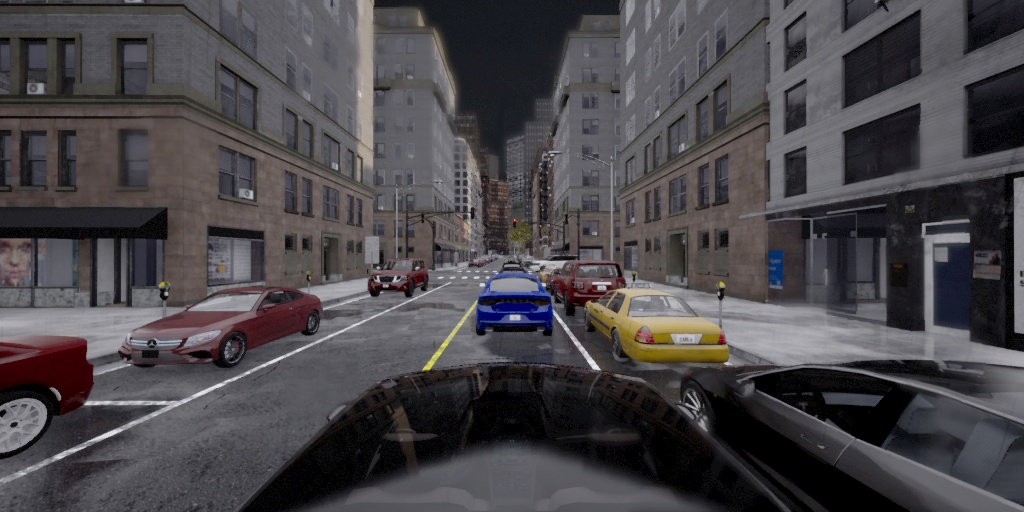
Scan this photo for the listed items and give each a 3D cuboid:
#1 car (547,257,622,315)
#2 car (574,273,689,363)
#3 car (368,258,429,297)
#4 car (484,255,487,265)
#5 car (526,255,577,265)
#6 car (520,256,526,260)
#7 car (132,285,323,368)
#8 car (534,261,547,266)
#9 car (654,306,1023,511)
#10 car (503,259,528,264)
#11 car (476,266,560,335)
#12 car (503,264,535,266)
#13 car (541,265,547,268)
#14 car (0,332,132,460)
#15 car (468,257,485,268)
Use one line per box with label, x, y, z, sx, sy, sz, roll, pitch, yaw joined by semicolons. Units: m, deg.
car;2.745;1.056;13.376;2.192;1.841;5.009;0;0;0
car;2.753;1.272;7.992;1.751;1.417;4.829;0;0;0
car;-5.788;1.046;18.922;2.192;1.841;5.009;0;0;0
car;-5.852;0.991;62.007;1.967;1.591;4.097;0;0;0
car;4.796;0.878;38.832;5.566;2.045;2.150;0;0;-12
car;2.682;1.133;56.588;2.007;1.370;4.403;0;0;0
car;-5.772;1.329;7.816;1.802;1.307;4.207;0;0;0
car;2.729;1.243;24.652;1.751;1.417;4.829;0;0;0
car;2.762;1.316;2.270;1.948;1.339;4.313;0;0;0
car;0.010;1.216;26.898;1.837;1.490;4.892;0;0;0
car;0.036;1.222;10.482;1.882;1.535;5.008;0;0;-1
car;0.070;1.297;17.985;1.994;1.385;4.181;0;0;0
car;2.737;1.313;18.928;1.802;1.307;4.207;0;0;0
car;-5.764;1.296;2.264;1.888;1.381;4.507;0;0;0
car;-5.844;1.127;56.582;1.888;1.381;4.507;0;0;0
